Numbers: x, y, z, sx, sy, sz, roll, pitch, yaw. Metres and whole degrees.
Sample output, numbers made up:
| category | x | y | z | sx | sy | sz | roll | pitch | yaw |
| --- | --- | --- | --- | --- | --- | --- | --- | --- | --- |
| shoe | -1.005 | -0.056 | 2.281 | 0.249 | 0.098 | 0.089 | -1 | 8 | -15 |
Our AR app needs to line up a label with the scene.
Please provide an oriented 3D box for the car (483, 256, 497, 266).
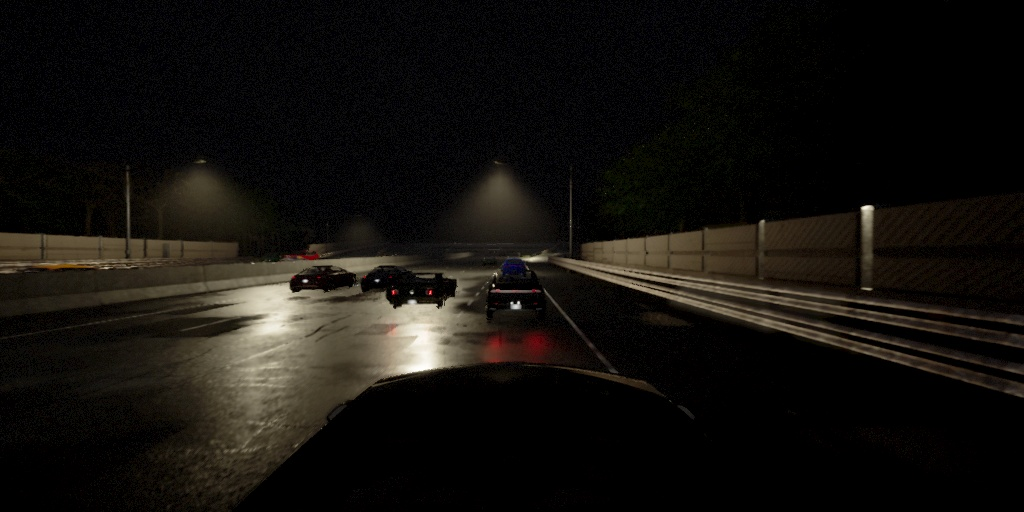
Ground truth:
| category | x | y | z | sx | sy | sz | roll | pitch | yaw |
| --- | --- | --- | --- | --- | --- | --- | --- | --- | --- |
| car | -3.232 | 0.732 | 53.000 | 1.994 | 1.385 | 4.181 | 0 | 1 | 1 |

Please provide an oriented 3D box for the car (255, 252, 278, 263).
| category | x | y | z | sx | sy | sz | roll | pitch | yaw |
| --- | --- | --- | --- | --- | --- | --- | --- | --- | --- |
| car | -31.285 | 0.519 | 47.523 | 2.150 | 2.045 | 5.566 | 0 | 1 | 1 |

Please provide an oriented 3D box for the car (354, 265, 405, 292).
| category | x | y | z | sx | sy | sz | roll | pitch | yaw |
| --- | --- | --- | --- | --- | --- | --- | --- | --- | --- |
| car | -6.862 | 1.196 | 20.268 | 1.994 | 1.385 | 4.181 | 0 | 1 | 0 |

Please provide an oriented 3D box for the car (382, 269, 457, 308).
| category | x | y | z | sx | sy | sz | roll | pitch | yaw |
| --- | --- | --- | --- | --- | --- | --- | --- | --- | --- |
| car | -3.482 | 1.294 | 14.805 | 1.895 | 1.301 | 4.718 | 0 | 1 | 0 |

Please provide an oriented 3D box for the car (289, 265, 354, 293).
| category | x | y | z | sx | sy | sz | roll | pitch | yaw |
| --- | --- | --- | --- | --- | --- | --- | --- | --- | --- |
| car | -10.363 | 1.199 | 19.996 | 1.994 | 1.385 | 4.181 | 0 | 1 | 0 |

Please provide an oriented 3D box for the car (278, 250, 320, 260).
| category | x | y | z | sx | sy | sz | roll | pitch | yaw |
| --- | --- | --- | --- | --- | --- | --- | --- | --- | --- |
| car | -27.786 | 0.276 | 47.489 | 2.150 | 2.045 | 5.566 | 0 | 1 | 1 |

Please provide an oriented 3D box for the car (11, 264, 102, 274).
| category | x | y | z | sx | sy | sz | roll | pitch | yaw |
| --- | --- | --- | --- | --- | --- | --- | --- | --- | --- |
| car | -21.076 | 1.152 | 16.357 | 1.882 | 1.535 | 5.008 | 0 | 0 | 0 |

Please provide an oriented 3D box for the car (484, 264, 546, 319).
| category | x | y | z | sx | sy | sz | roll | pitch | yaw |
| --- | --- | --- | --- | --- | --- | --- | --- | --- | --- |
| car | 0.115 | 1.202 | 12.558 | 2.128 | 1.511 | 4.902 | 0 | 0 | 0 |

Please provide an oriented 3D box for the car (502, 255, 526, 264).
| category | x | y | z | sx | sy | sz | roll | pitch | yaw |
| --- | --- | --- | --- | --- | --- | --- | --- | --- | --- |
| car | 0.189 | 0.964 | 30.773 | 1.882 | 1.535 | 5.008 | 0 | 1 | 0 |

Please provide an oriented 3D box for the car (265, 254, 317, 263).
| category | x | y | z | sx | sy | sz | roll | pitch | yaw |
| --- | --- | --- | --- | --- | --- | --- | --- | --- | --- |
| car | -24.415 | 0.847 | 39.813 | 2.128 | 1.511 | 4.902 | 0 | 1 | 1 |
